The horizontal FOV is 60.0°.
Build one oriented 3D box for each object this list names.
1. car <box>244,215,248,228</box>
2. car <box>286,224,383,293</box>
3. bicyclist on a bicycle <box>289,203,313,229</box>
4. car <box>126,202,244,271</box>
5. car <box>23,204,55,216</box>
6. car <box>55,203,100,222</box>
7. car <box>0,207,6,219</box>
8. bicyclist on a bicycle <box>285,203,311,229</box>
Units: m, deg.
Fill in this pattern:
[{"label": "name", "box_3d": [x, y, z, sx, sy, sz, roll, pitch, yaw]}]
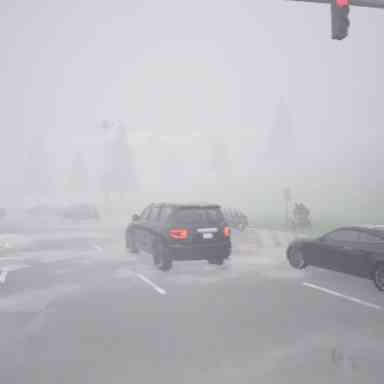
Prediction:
[{"label": "car", "box_3d": [1.664, 1.775, 22.018, 1.837, 1.490, 4.892, 1, -1, -31]}, {"label": "car", "box_3d": [4.631, 1.600, 9.033, 1.812, 1.442, 4.674, 0, -1, -25]}, {"label": "bicyclist on a bicycle", "box_3d": [7.042, 1.508, 21.002, 1.656, 1.620, 0.582, 0, -1, -28]}, {"label": "car", "box_3d": [-0.716, 1.382, 11.879, 2.150, 2.045, 5.566, 0, -1, -26]}, {"label": "car", "box_3d": [-18.848, 2.268, 42.152, 5.357, 1.411, 2.033, -1, -1, 26]}, {"label": "car", "box_3d": [-10.795, 1.864, 31.759, 4.553, 1.767, 2.097, -1, -1, 43]}, {"label": "car", "box_3d": [-21.988, 2.157, 35.556, 4.902, 1.511, 2.128, -1, -1, 29]}, {"label": "bicyclist on a bicycle", "box_3d": [6.831, 1.515, 21.394, 1.656, 1.620, 0.582, 0, -1, -28]}]
